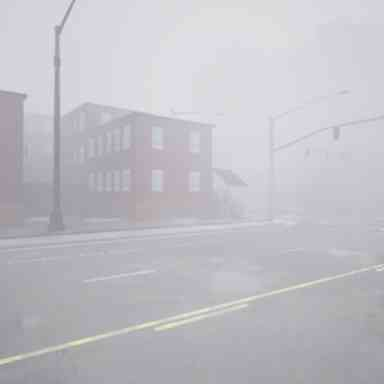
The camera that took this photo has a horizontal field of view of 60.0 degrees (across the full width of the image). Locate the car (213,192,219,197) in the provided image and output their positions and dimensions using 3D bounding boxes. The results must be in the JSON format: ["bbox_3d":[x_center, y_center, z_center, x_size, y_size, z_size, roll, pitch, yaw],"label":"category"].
[{"bbox_3d":[1.449,-0.294,45.762,2.033,1.411,5.357,0,10,-36],"label":"car"}]
